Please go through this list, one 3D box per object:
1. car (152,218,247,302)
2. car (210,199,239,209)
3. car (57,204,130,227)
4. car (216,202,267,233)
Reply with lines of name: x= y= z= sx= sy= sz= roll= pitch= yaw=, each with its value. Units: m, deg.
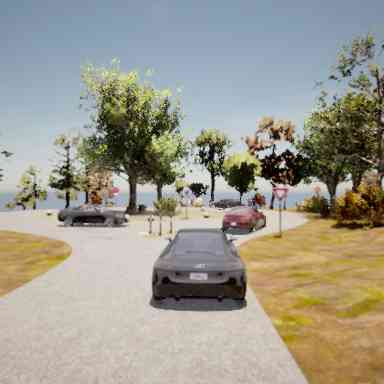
car: x=0.225 y=1.601 z=8.413 sx=1.994 sy=1.385 sz=4.181 roll=0 pitch=0 yaw=3
car: x=4.654 y=1.705 z=46.074 sx=1.837 sy=1.490 sz=4.892 roll=3 pitch=-2 yaw=-41
car: x=-6.766 y=1.591 z=22.912 sx=4.902 sy=1.511 sz=2.128 roll=0 pitch=0 yaw=7
car: x=3.301 y=1.615 z=20.550 sx=1.812 sy=1.442 sz=4.674 roll=0 pitch=0 yaw=25
